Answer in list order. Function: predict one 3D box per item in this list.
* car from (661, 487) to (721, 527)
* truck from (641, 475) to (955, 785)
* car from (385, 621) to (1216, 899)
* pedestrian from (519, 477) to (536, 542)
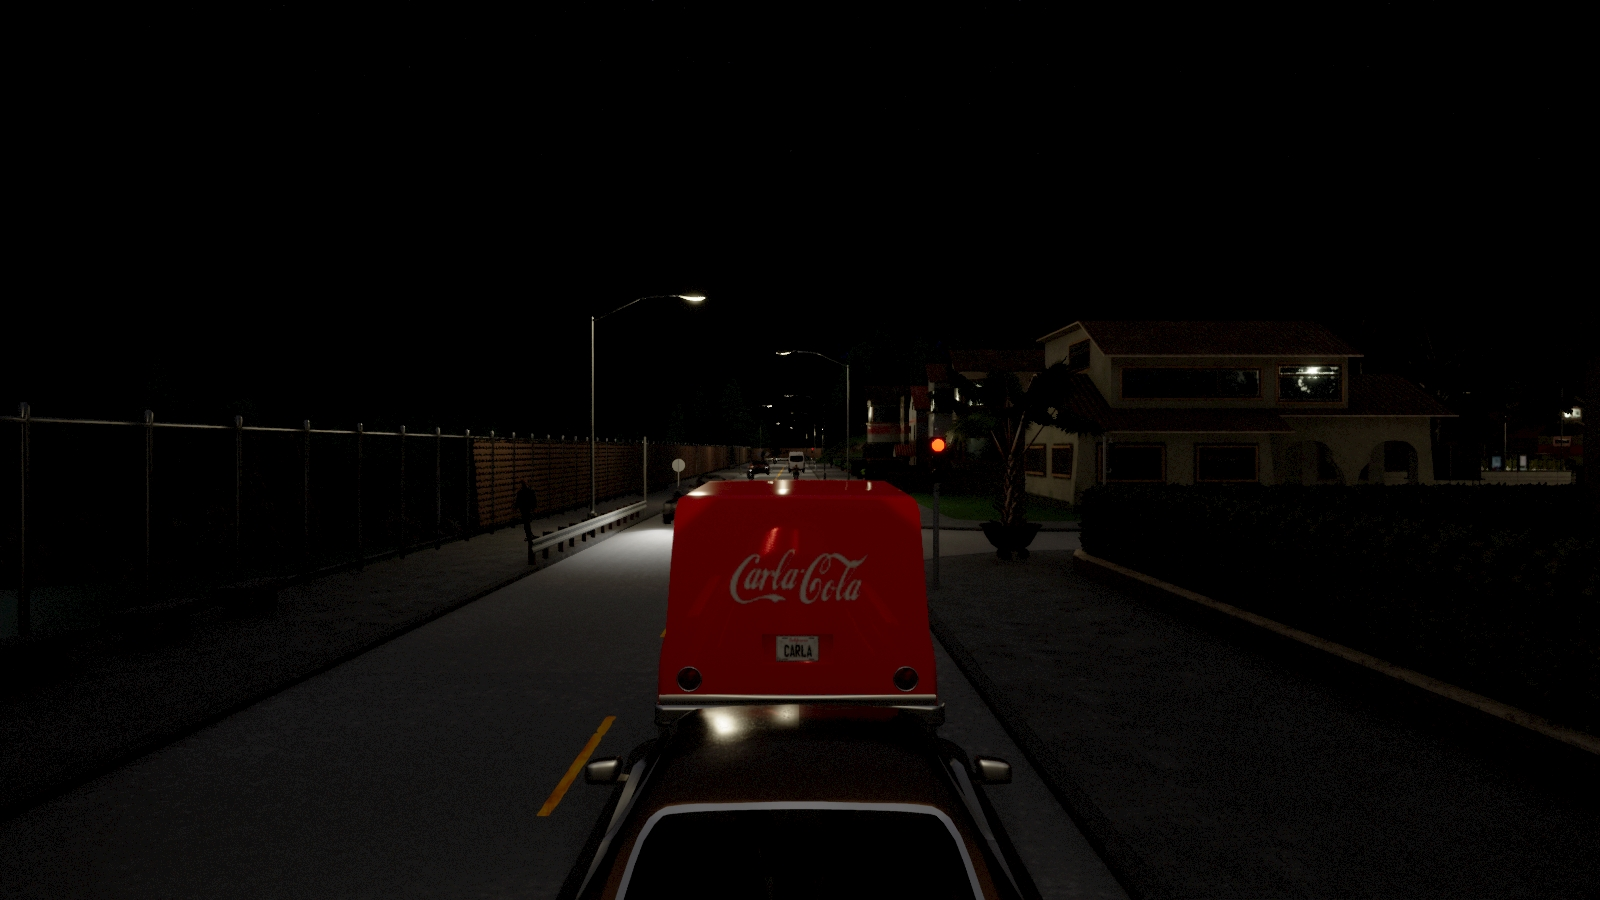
[{"bbox_3d":[-4.124,2.140,43.849,1.895,1.301,4.718,0,0,0],"label":"car"},{"bbox_3d":[-0.025,1.564,12.158,2.627,2.467,5.204,0,0,0],"label":"truck"},{"bbox_3d":[-0.006,1.989,5.238,2.152,1.651,5.027,0,0,0],"label":"car"},{"bbox_3d":[-7.909,1.733,33.177,0.375,1.860,0.375,0,0,13],"label":"pedestrian"}]
